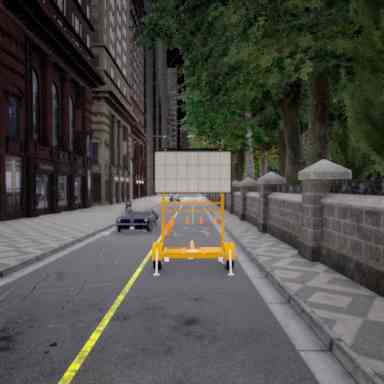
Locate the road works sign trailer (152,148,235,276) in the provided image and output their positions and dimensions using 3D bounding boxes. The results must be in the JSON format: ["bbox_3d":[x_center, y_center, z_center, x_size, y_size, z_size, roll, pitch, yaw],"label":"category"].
[{"bbox_3d":[0.026,0.452,10.326,2.380,3.560,2.880,0,0,-1],"label":"road works sign trailer"}]

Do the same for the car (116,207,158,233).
[{"bbox_3d":[-3.125,1.568,19.592,1.895,1.301,4.718,0,0,0],"label":"car"}]

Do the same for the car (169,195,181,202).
[{"bbox_3d":[-3.147,1.266,60.939,1.812,1.442,4.674,0,1,0],"label":"car"}]
